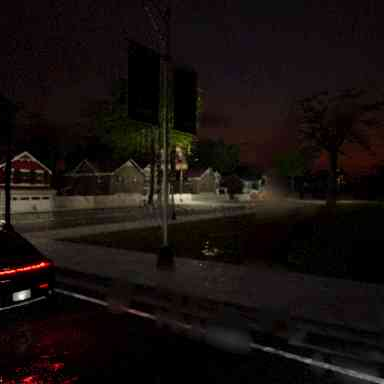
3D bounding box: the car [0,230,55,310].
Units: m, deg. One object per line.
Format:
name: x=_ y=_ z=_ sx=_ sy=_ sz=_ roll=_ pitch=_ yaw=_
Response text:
car: x=-4.934 y=1.578 z=7.214 sx=4.892 sy=1.490 sz=1.837 roll=-1 pitch=0 yaw=36
